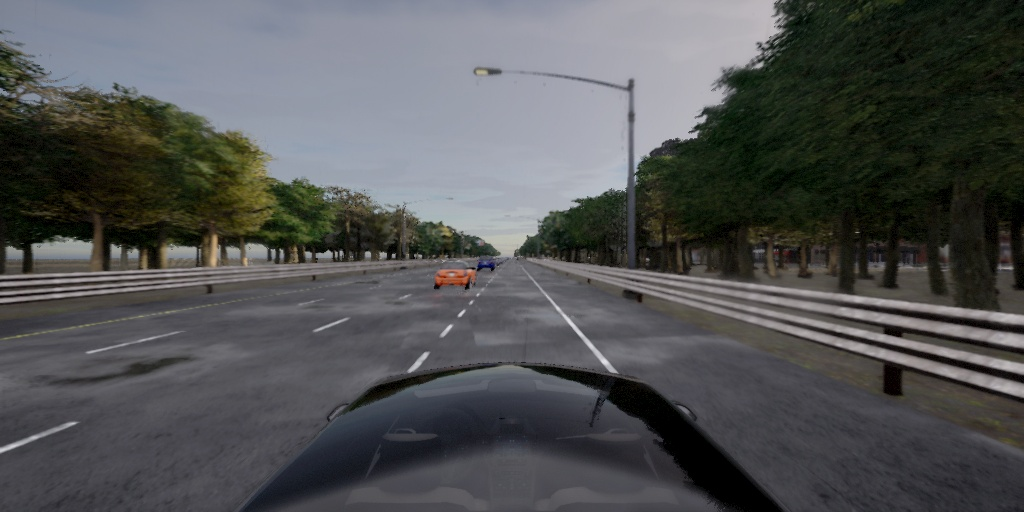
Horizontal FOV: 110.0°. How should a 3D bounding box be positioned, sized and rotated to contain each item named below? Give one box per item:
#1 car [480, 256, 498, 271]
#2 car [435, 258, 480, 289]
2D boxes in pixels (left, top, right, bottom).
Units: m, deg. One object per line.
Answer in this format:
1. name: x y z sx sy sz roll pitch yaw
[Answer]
1. car: -3.462 1.011 49.121 2.150 2.045 5.566 0 0 0
2. car: -3.497 1.109 22.927 2.097 1.767 4.553 0 0 0
